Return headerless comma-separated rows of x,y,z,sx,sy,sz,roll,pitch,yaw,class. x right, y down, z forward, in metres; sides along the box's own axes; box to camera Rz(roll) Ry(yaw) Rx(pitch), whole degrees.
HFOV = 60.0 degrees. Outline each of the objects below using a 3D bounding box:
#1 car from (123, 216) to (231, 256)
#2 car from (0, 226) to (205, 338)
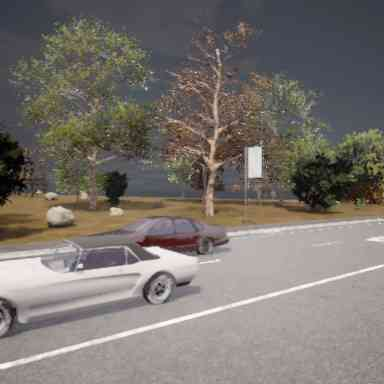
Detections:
-1.115,1.554,11.679,5.357,1.411,2.033,0,0,-35,car
-2.256,1.603,6.588,4.718,1.301,1.895,0,0,-35,car
